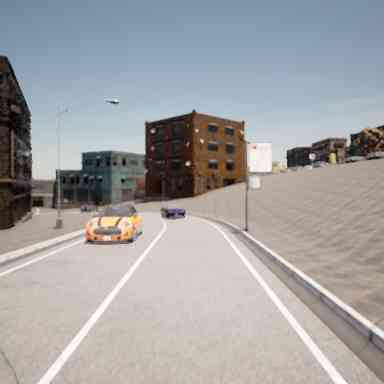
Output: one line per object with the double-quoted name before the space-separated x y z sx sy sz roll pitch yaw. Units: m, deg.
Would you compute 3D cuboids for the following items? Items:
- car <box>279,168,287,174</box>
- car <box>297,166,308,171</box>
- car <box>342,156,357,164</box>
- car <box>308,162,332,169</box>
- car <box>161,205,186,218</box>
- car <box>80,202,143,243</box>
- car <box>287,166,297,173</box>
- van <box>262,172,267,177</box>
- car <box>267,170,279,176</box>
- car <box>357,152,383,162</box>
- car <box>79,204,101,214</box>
"car" 21.179 -4.406 71.811 2.185 1.767 4.553 0 1 -1
"car" 21.415 -4.127 60.619 2.002 1.452 4.674 0 1 -1
"car" 21.761 -3.990 44.188 2.231 1.521 4.892 0 1 -1
"car" 21.531 -4.235 55.125 2.185 1.767 4.553 0 1 -1
"car" -2.063 1.972 34.561 1.895 1.301 4.718 0 -1 -15
"car" -3.717 1.429 16.551 2.097 1.767 4.553 0 -1 -2
"car" 21.295 -4.352 66.292 2.185 1.767 4.553 0 1 -1
"van" 20.832 -4.644 88.221 1.878 1.987 4.442 0 0 -1
"car" 20.945 -4.377 82.826 2.231 1.521 4.892 0 0 -1
"car" 21.886 -3.918 38.670 2.231 1.521 4.892 0 1 -1
"car" -17.441 2.869 56.642 1.837 1.490 4.892 -1 -2 -39
